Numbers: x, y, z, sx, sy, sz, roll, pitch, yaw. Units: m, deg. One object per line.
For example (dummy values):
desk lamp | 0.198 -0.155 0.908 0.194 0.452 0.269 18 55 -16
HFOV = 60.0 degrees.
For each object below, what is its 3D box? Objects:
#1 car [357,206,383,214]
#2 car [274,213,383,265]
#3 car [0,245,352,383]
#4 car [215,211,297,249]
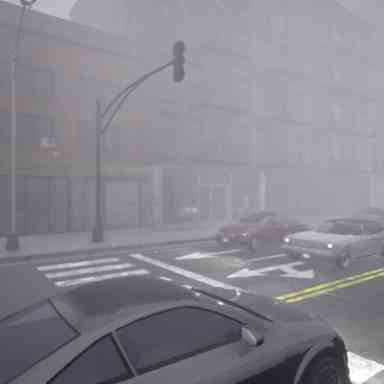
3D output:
car | 10.895 1.554 19.439 5.357 1.411 2.033 0 0 -36
car | 5.154 1.606 11.353 4.718 1.301 1.895 0 0 -38
car | -0.336 1.565 3.201 4.181 1.385 1.994 0 0 -35
car | 3.101 1.532 13.884 4.674 1.442 1.812 0 0 -37
